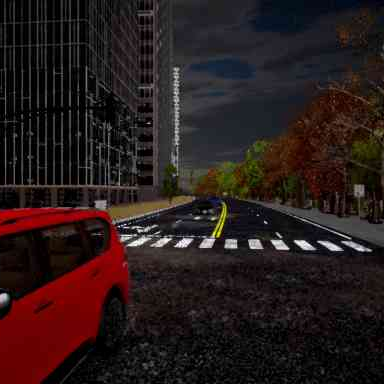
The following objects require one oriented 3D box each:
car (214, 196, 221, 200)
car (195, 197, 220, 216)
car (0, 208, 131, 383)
[{"bbox_3d":[3.562,1.480,52.947,1.882,1.535,5.008,0,0,5],"label":"car"},{"bbox_3d":[1.418,1.554,32.276,1.837,1.490,4.892,0,0,7],"label":"car"},{"bbox_3d":[-2.350,1.253,3.269,2.150,2.045,5.566,-1,0,8],"label":"car"}]
